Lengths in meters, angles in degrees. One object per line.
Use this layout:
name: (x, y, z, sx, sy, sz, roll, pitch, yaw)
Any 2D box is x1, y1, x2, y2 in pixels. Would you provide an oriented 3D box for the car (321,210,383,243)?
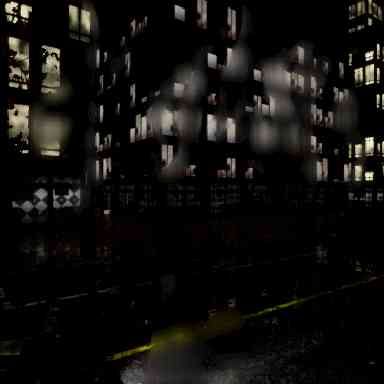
car: (8.140, 1.563, 16.226, 4.313, 1.339, 1.947, 0, 0, -36)

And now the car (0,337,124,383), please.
car: (-2.286, 1.563, 1.693, 4.181, 1.385, 1.994, 0, 0, -35)
